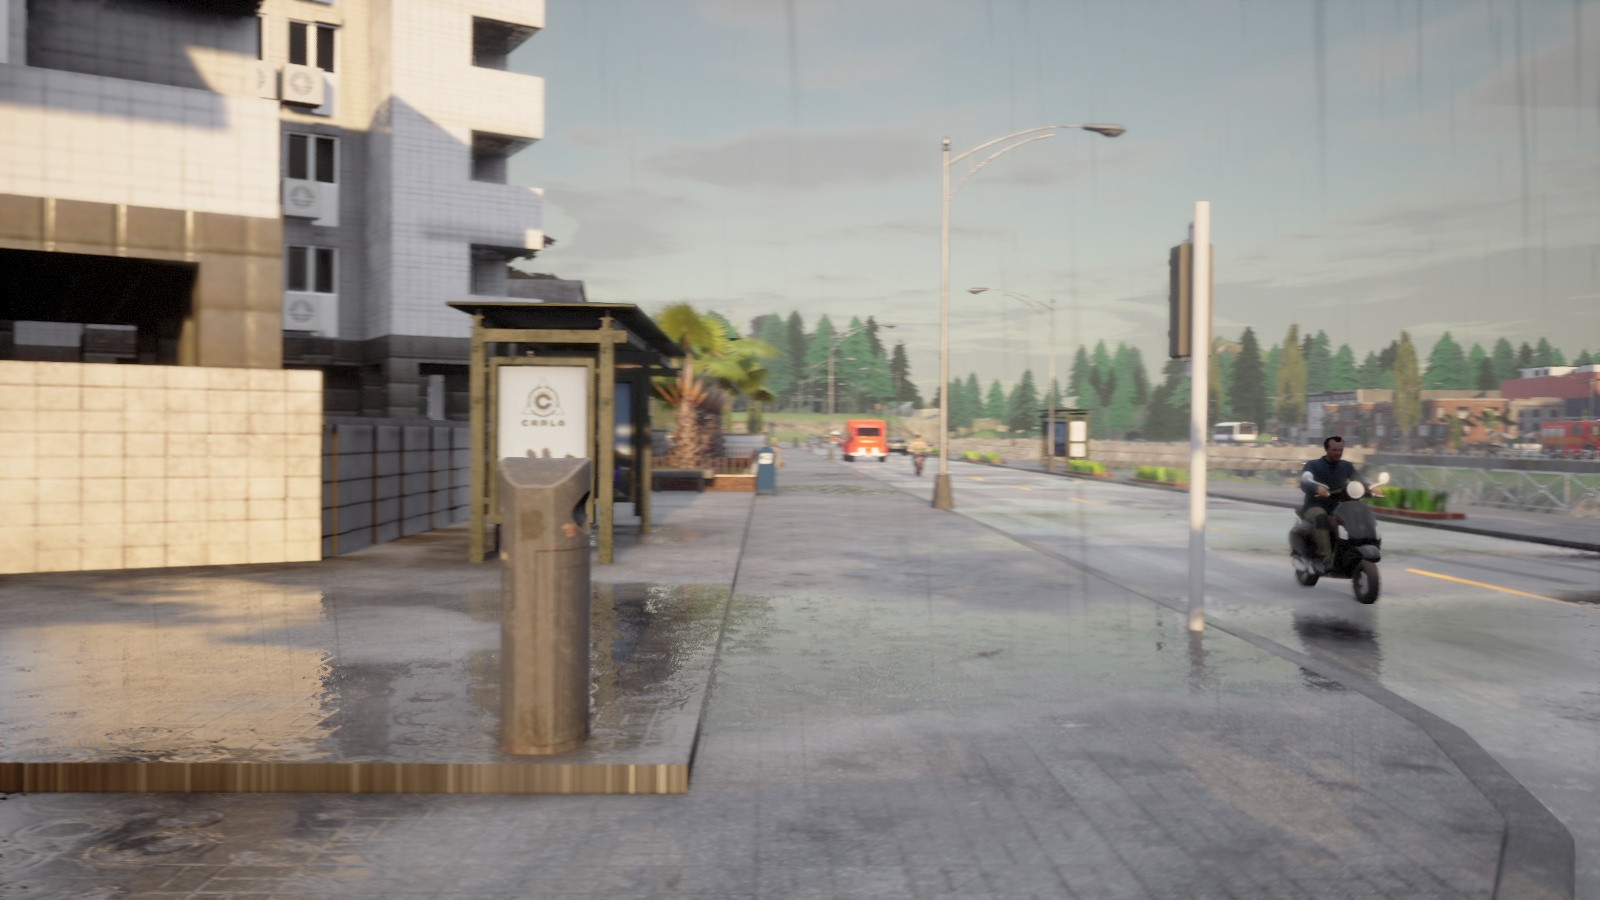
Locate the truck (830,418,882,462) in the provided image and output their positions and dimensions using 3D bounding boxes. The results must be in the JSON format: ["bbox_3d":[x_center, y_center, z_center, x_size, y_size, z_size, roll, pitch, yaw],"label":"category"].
[{"bbox_3d":[3.222,-0.623,73.960,2.627,2.467,5.204,-1,1,-2],"label":"truck"}]

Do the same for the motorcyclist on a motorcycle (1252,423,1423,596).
[{"bbox_3d":[5.295,0.538,12.503,0.866,1.590,1.817,-1,1,-2],"label":"motorcyclist on a motorcycle"}]

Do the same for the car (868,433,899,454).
[{"bbox_3d":[6.445,-0.511,97.302,2.007,1.525,4.514,-1,1,-2],"label":"car"}]
